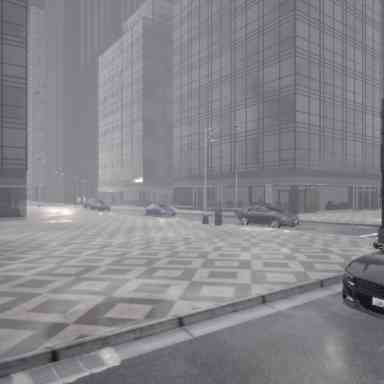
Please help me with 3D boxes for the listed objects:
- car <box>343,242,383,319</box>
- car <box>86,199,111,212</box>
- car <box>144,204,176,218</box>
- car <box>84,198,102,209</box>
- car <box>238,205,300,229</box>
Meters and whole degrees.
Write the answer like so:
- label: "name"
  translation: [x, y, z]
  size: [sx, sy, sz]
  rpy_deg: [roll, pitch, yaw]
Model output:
- label: "car"
  translation: [5.029, 1.477, 6.677]
  size: [5.008, 1.535, 1.882]
  rpy_deg: [0, 0, -35]
- label: "car"
  translation: [-14.029, 2.255, 50.684]
  size: [1.882, 1.535, 5.008]
  rpy_deg: [0, -1, -36]
- label: "car"
  translation: [-3.568, 1.987, 36.112]
  size: [1.812, 1.442, 4.674]
  rpy_deg: [0, -1, -36]
- label: "car"
  translation: [-18.293, 2.148, 61.869]
  size: [2.150, 2.045, 5.566]
  rpy_deg: [0, -1, -37]
- label: "car"
  translation: [5.378, 1.731, 23.754]
  size: [1.837, 1.490, 4.892]
  rpy_deg: [0, -1, -36]
